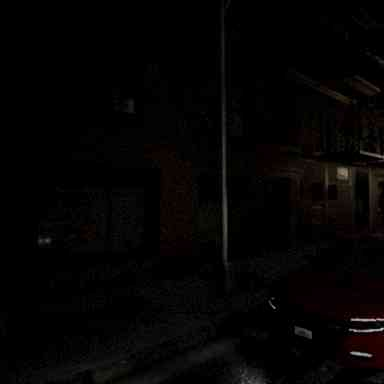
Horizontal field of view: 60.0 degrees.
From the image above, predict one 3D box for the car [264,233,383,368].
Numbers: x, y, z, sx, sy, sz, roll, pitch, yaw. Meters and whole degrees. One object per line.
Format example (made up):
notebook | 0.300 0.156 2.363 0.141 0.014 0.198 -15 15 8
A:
car | 3.293 1.526 5.910 5.008 1.535 1.882 0 -1 -41
